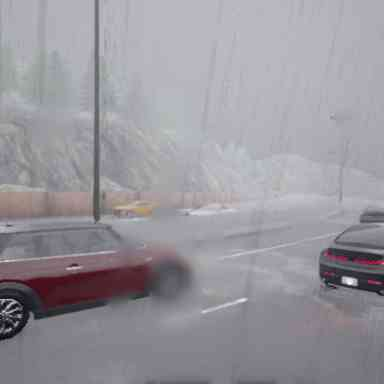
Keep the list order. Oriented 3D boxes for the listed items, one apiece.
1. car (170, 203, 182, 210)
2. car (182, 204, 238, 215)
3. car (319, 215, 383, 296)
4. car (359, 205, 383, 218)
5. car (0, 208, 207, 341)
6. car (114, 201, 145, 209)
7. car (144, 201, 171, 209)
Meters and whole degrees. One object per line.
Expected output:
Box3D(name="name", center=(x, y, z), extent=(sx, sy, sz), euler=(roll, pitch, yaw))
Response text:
Box3D(name="car", center=(0.614, 1.733, 28.964), extent=(1.895, 1.301, 4.718), euler=(0, 0, 38))
Box3D(name="car", center=(1.708, 1.639, 24.953), extent=(1.812, 1.442, 4.674), euler=(0, -1, 42))
Box3D(name="car", center=(4.950, 1.542, 8.279), extent=(4.892, 1.490, 1.837), euler=(0, 0, -42))
Box3D(name="car", center=(11.887, 1.598, 20.869), extent=(1.837, 1.490, 4.892), euler=(0, 0, 39))
Box3D(name="car", center=(-2.185, 1.384, 6.831), extent=(4.553, 1.767, 2.097), euler=(0, 0, -37))
Box3D(name="car", center=(-5.404, 1.629, 32.714), extent=(1.882, 1.535, 5.008), euler=(0, -1, 40))
Box3D(name="car", center=(-2.043, 1.729, 31.238), extent=(1.994, 1.385, 4.181), euler=(0, 0, 38))
